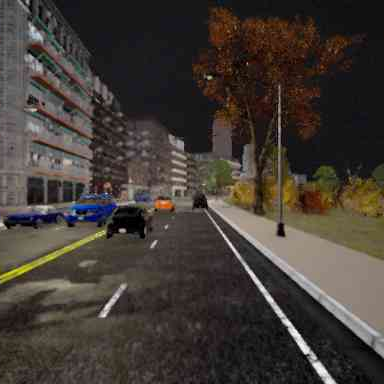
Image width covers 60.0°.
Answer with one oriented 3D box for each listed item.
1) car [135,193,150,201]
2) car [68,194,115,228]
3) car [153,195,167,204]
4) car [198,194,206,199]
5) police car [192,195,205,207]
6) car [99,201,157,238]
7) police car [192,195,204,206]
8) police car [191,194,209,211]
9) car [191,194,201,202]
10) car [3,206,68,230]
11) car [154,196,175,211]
[{"bbox_3d":[-9.411,1.162,63.479,2.150,2.045,5.566,0,0,2],"label":"car"},{"bbox_3d":[-6.598,1.193,22.492,2.150,2.045,5.566,0,0,0],"label":"car"},{"bbox_3d":[-6.134,1.432,64.168,1.882,1.535,5.008,0,0,3],"label":"car"},{"bbox_3d":[2.859,1.292,95.412,1.837,1.490,4.892,0,0,7],"label":"car"},{"bbox_3d":[0.988,1.374,50.309,1.930,1.638,5.238,0,0,1],"label":"police car"},{"bbox_3d":[-3.153,1.485,17.484,1.837,1.490,4.892,0,1,0],"label":"car"},{"bbox_3d":[1.087,1.370,56.226,1.930,1.638,5.238,0,0,1],"label":"police car"},{"bbox_3d":[0.969,1.382,40.365,1.930,1.638,5.238,0,0,0],"label":"police car"},{"bbox_3d":[0.945,1.300,74.773,1.882,1.535,5.008,0,0,4],"label":"car"},{"bbox_3d":[-9.850,1.574,21.088,1.895,1.301,4.718,0,0,0],"label":"car"},{"bbox_3d":[-3.156,1.308,39.431,2.097,1.767,4.553,0,0,0],"label":"car"}]
